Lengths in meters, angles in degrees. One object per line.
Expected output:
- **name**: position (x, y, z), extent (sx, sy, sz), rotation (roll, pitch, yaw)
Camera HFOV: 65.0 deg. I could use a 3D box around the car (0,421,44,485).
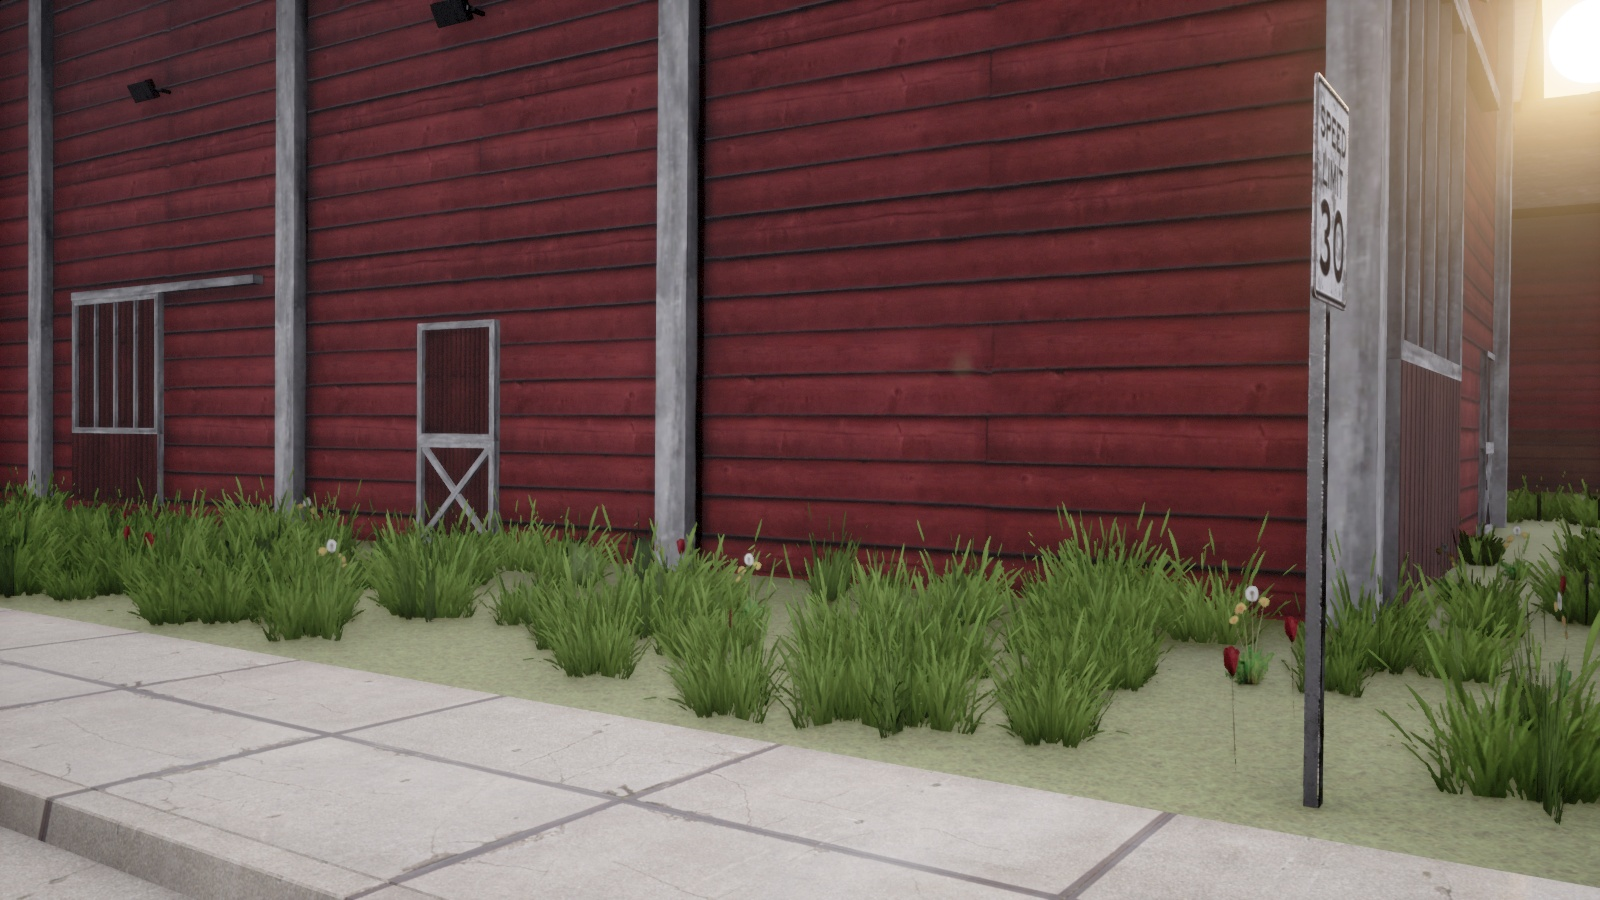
- **car**: position (-27.436, 0.125, 39.763), extent (2.150, 2.045, 5.566), rotation (0, 1, 33)
